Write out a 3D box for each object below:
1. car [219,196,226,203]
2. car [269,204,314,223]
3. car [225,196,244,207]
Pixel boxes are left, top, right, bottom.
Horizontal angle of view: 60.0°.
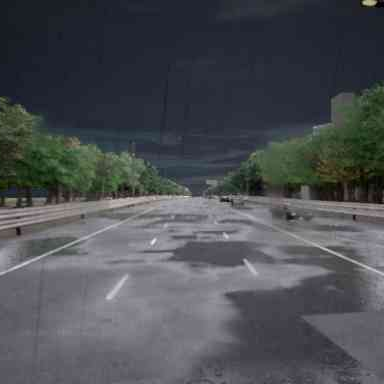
[{"bbox_3d":[7.072,1.553,73.021,1.882,1.535,5.008,0,0,0],"label":"car"},{"bbox_3d":[7.617,1.614,26.004,1.895,1.301,4.718,0,0,-6],"label":"car"},{"bbox_3d":[7.017,1.504,52.641,2.128,1.511,4.902,0,0,0],"label":"car"}]
